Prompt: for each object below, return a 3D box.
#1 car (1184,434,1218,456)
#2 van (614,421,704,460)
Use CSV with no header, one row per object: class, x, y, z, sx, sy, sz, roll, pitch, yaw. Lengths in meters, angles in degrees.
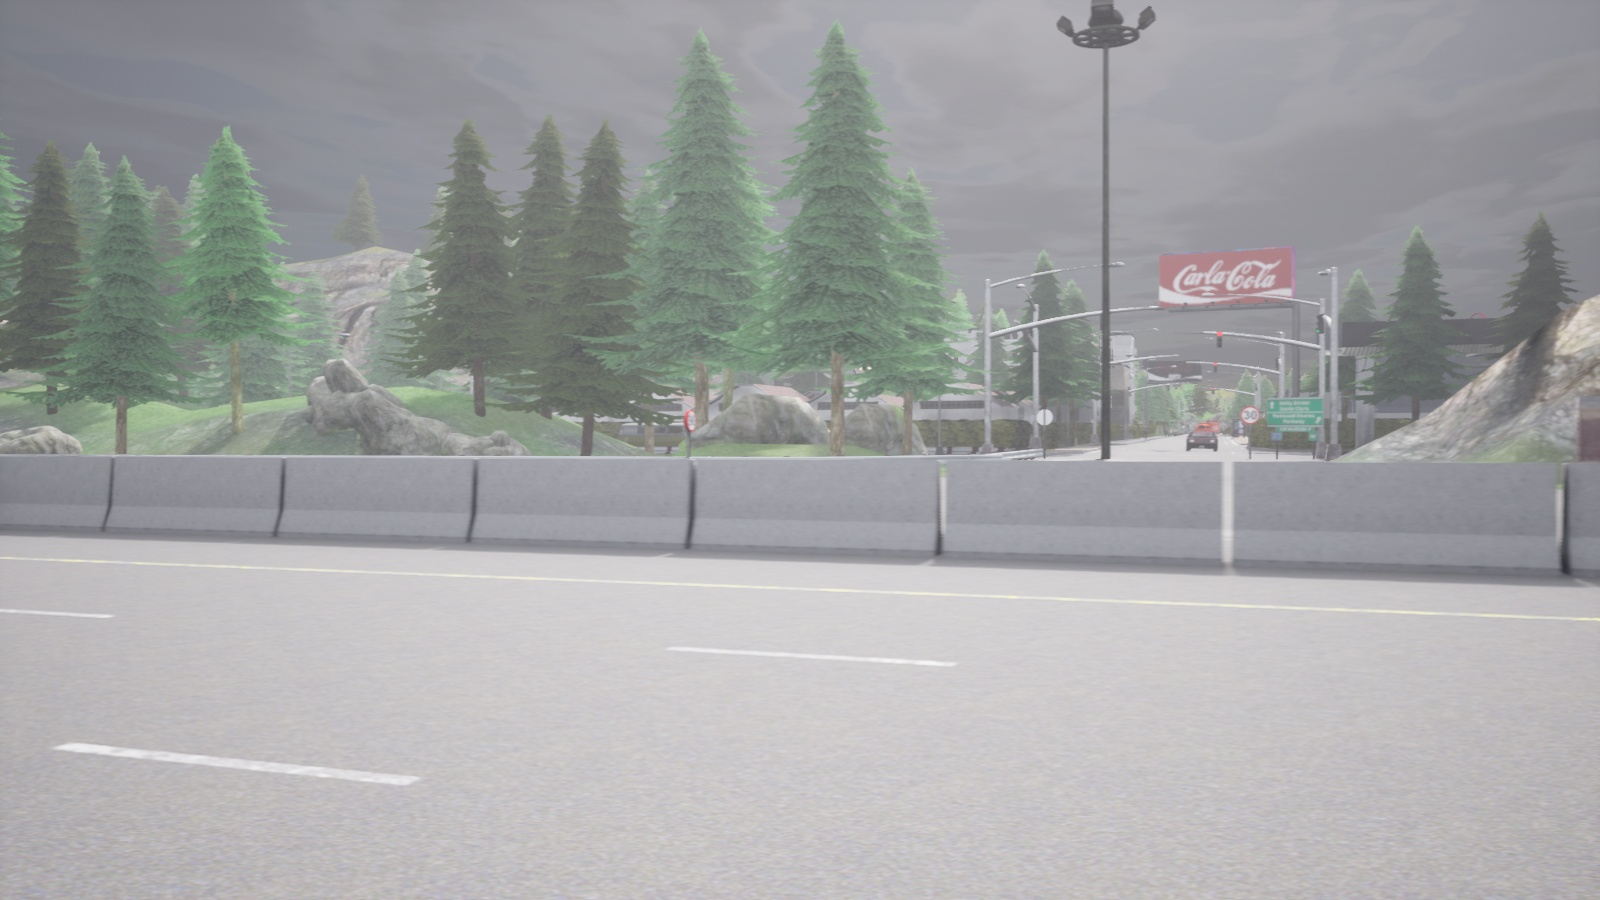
car,25.028,-0.343,78.246,1.895,1.301,4.718,2,1,18
van,-7.514,-0.528,67.125,4.442,1.987,1.775,1,1,19
